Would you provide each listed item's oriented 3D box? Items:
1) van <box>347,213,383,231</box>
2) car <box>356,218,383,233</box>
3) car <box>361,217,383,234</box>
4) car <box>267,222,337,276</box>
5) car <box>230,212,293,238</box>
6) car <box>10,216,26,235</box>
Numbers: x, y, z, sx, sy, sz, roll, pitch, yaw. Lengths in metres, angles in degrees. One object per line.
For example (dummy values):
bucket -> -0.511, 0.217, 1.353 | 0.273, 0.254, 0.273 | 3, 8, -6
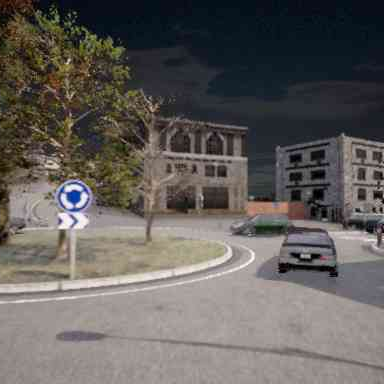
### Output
van -> 19.003, 3.319, 36.002 | 1.878, 1.987, 4.442 | 5, -4, -31
car -> 21.416, 3.767, 37.321 | 2.097, 1.535, 5.008 | 5, -5, -31
car -> 17.556, 3.190, 29.627 | 4.718, 1.301, 1.895 | 4, -4, -31
car -> 4.227, 2.035, 12.132 | 2.033, 1.411, 5.357 | -1, -2, 21
car -> 5.144, 2.348, 24.372 | 4.553, 1.767, 2.097 | 1, -3, -8
car -> -14.739, 2.352, 24.053 | 4.902, 1.511, 2.128 | 2, -4, -38
